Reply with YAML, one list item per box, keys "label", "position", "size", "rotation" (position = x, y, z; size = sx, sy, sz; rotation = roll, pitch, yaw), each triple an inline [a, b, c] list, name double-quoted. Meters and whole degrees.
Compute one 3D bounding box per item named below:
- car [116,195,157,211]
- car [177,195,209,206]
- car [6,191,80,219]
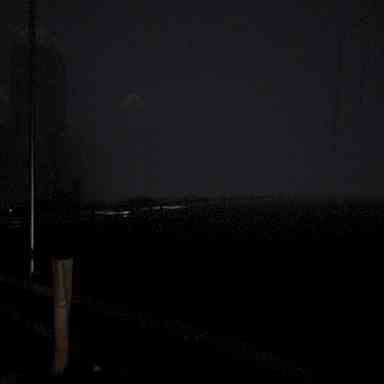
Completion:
- label: "car"
  position: [-5.764, 1.071, 34.785]
  size: [1.882, 1.535, 5.008]
  rotation: [1, 1, 35]
- label: "car"
  position: [0.166, 1.050, 43.184]
  size: [1.895, 1.301, 4.718]
  rotation: [1, 1, 35]
- label: "car"
  position: [-11.617, 0.960, 26.470]
  size: [2.150, 2.045, 5.566]
  rotation: [1, 1, 35]
